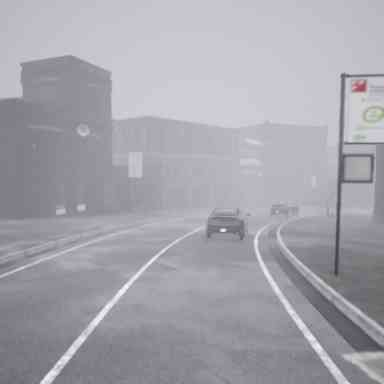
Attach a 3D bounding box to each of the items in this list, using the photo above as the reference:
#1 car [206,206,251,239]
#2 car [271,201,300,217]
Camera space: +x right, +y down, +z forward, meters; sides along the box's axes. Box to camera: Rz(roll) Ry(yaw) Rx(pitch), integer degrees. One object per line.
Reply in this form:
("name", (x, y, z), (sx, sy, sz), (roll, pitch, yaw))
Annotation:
("car", (1.968, 1.513, 17.626), (1.837, 1.490, 4.892), (1, 0, 13))
("car", (9.723, 1.681, 34.442), (1.837, 1.490, 4.892), (3, 1, 35))
